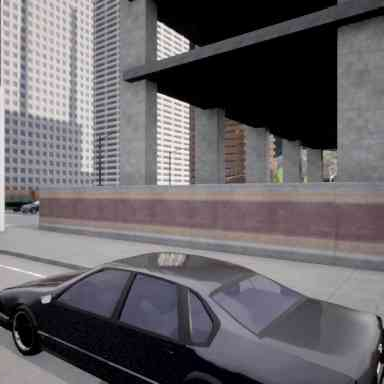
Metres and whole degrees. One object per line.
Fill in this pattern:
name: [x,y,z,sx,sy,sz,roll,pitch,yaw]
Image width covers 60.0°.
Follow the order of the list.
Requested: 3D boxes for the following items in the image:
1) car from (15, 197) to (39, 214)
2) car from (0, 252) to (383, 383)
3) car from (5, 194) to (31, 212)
car: [-15.766,1.526,35.386,1.812,1.442,4.674,0,0,36]
car: [-0.449,1.547,4.312,5.357,1.411,2.033,0,0,35]
car: [-19.907,1.221,35.664,2.150,2.045,5.566,0,0,36]
